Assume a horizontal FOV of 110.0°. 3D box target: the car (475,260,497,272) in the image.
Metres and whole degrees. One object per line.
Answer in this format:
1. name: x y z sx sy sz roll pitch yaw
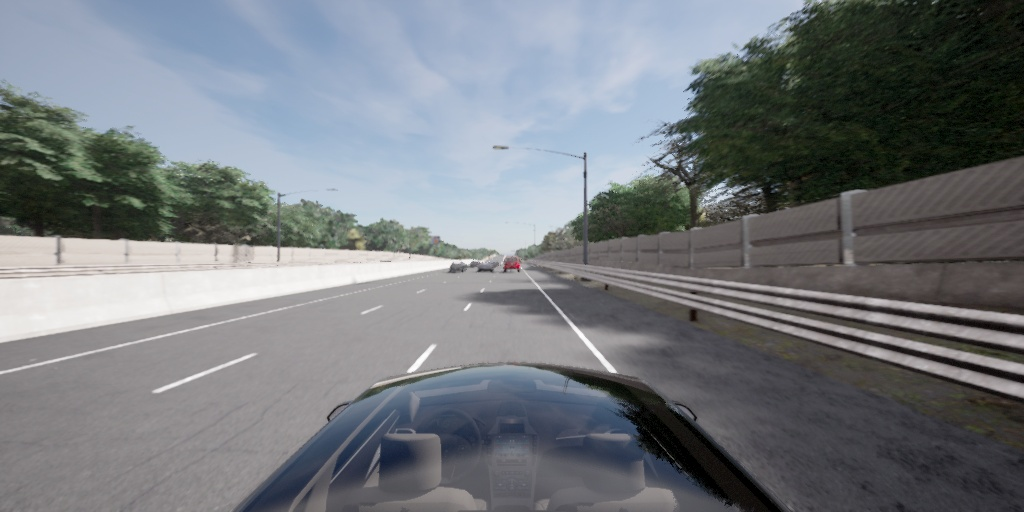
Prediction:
1. car: -3.500 1.449 48.300 1.994 1.385 4.181 0 0 0

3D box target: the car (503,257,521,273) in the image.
1. car: -0.003 1.104 47.555 2.150 2.045 5.566 0 0 0

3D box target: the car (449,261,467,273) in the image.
1. car: -7.002 1.373 46.985 2.128 1.511 4.902 0 0 0
